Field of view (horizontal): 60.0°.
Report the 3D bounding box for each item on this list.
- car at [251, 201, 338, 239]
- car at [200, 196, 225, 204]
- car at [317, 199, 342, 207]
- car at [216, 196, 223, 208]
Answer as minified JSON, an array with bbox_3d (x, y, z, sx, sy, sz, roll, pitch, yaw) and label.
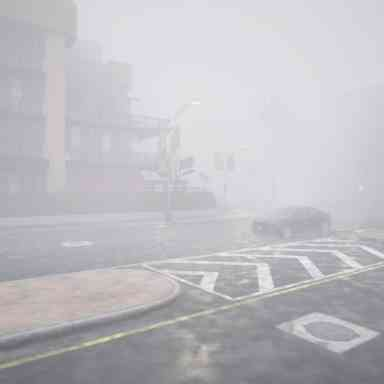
[{"bbox_3d":[5.303,1.477,17.566,5.008,1.535,1.882,0,0,-35],"label":"car"},{"bbox_3d":[3.937,1.491,64.690,2.128,1.511,4.902,0,0,-35],"label":"car"},{"bbox_3d":[17.665,1.601,45.035,1.895,1.301,4.718,0,0,-35],"label":"car"},{"bbox_3d":[2.118,1.491,48.623,2.128,1.511,4.902,0,0,-35],"label":"car"}]
